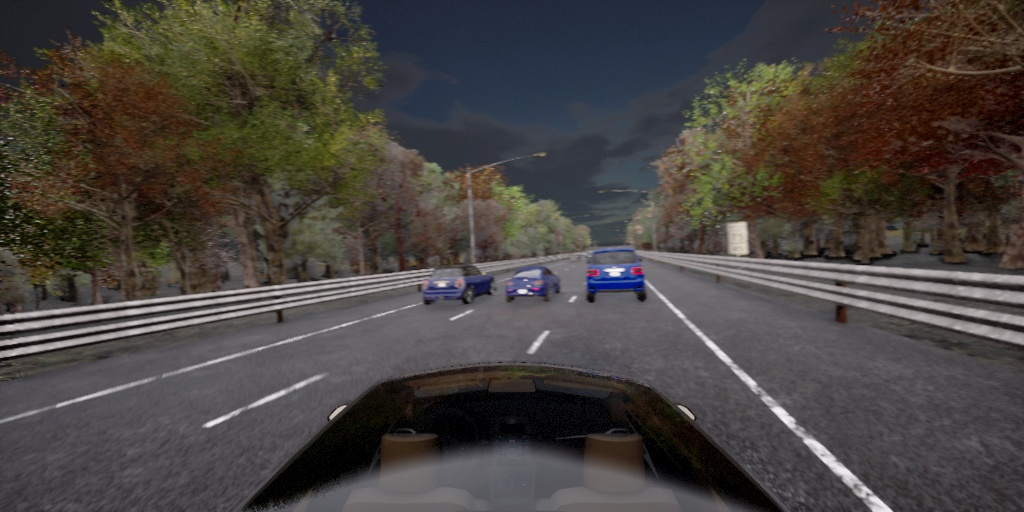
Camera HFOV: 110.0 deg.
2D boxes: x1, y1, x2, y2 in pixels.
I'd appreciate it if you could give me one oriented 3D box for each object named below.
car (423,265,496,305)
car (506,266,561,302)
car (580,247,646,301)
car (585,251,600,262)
[{"bbox_3d":[-2.367,1.203,17.118,2.097,1.767,4.553,-3,0,16],"label":"car"},{"bbox_3d":[1.028,1.183,16.260,1.812,1.442,4.674,-3,0,16],"label":"car"},{"bbox_3d":[4.388,0.686,15.349,2.150,2.045,5.566,-3,0,16],"label":"car"},{"bbox_3d":[14.281,0.100,63.402,2.097,1.767,4.553,-3,0,16],"label":"car"}]
